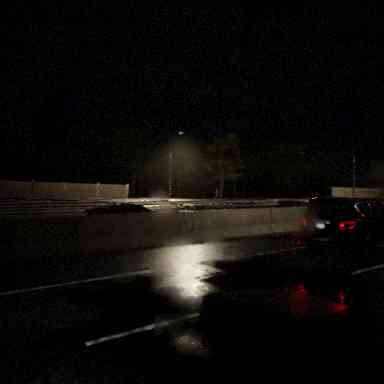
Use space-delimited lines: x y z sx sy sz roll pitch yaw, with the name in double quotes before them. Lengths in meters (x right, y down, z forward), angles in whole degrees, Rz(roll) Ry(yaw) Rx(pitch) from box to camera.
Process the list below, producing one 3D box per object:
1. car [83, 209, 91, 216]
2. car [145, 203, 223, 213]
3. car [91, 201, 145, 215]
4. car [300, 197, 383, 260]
"car" -5.849 1.491 25.614 4.902 1.511 2.128 0 0 -35
"car" -0.108 1.492 21.109 4.902 1.511 2.128 0 0 -35
"car" -4.258 1.563 22.450 4.181 1.385 1.994 0 0 -35
"car" 6.472 1.223 12.660 5.566 2.045 2.150 0 0 -35
